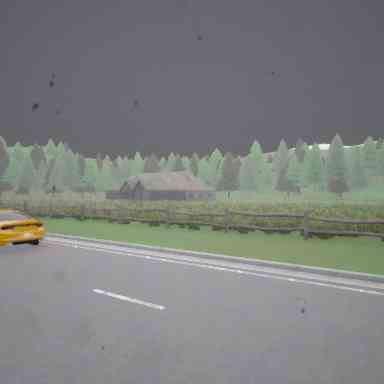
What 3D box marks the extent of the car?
[{"bbox_3d":[-8.269,1.485,14.066,5.008,1.535,1.882,0,0,36],"label":"car"}]
